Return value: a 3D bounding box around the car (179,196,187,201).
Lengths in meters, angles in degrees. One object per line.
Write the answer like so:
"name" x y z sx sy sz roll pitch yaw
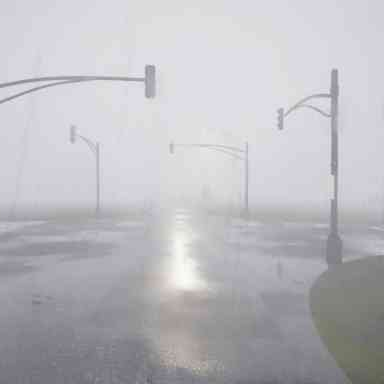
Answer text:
"car" -2.219 1.559 80.003 1.895 1.301 4.718 0 0 -4

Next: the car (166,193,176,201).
"car" -4.604 1.013 74.022 2.097 1.767 4.553 0 0 -3

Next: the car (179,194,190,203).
"car" -1.617 1.384 69.929 2.097 1.767 4.553 0 0 -3
